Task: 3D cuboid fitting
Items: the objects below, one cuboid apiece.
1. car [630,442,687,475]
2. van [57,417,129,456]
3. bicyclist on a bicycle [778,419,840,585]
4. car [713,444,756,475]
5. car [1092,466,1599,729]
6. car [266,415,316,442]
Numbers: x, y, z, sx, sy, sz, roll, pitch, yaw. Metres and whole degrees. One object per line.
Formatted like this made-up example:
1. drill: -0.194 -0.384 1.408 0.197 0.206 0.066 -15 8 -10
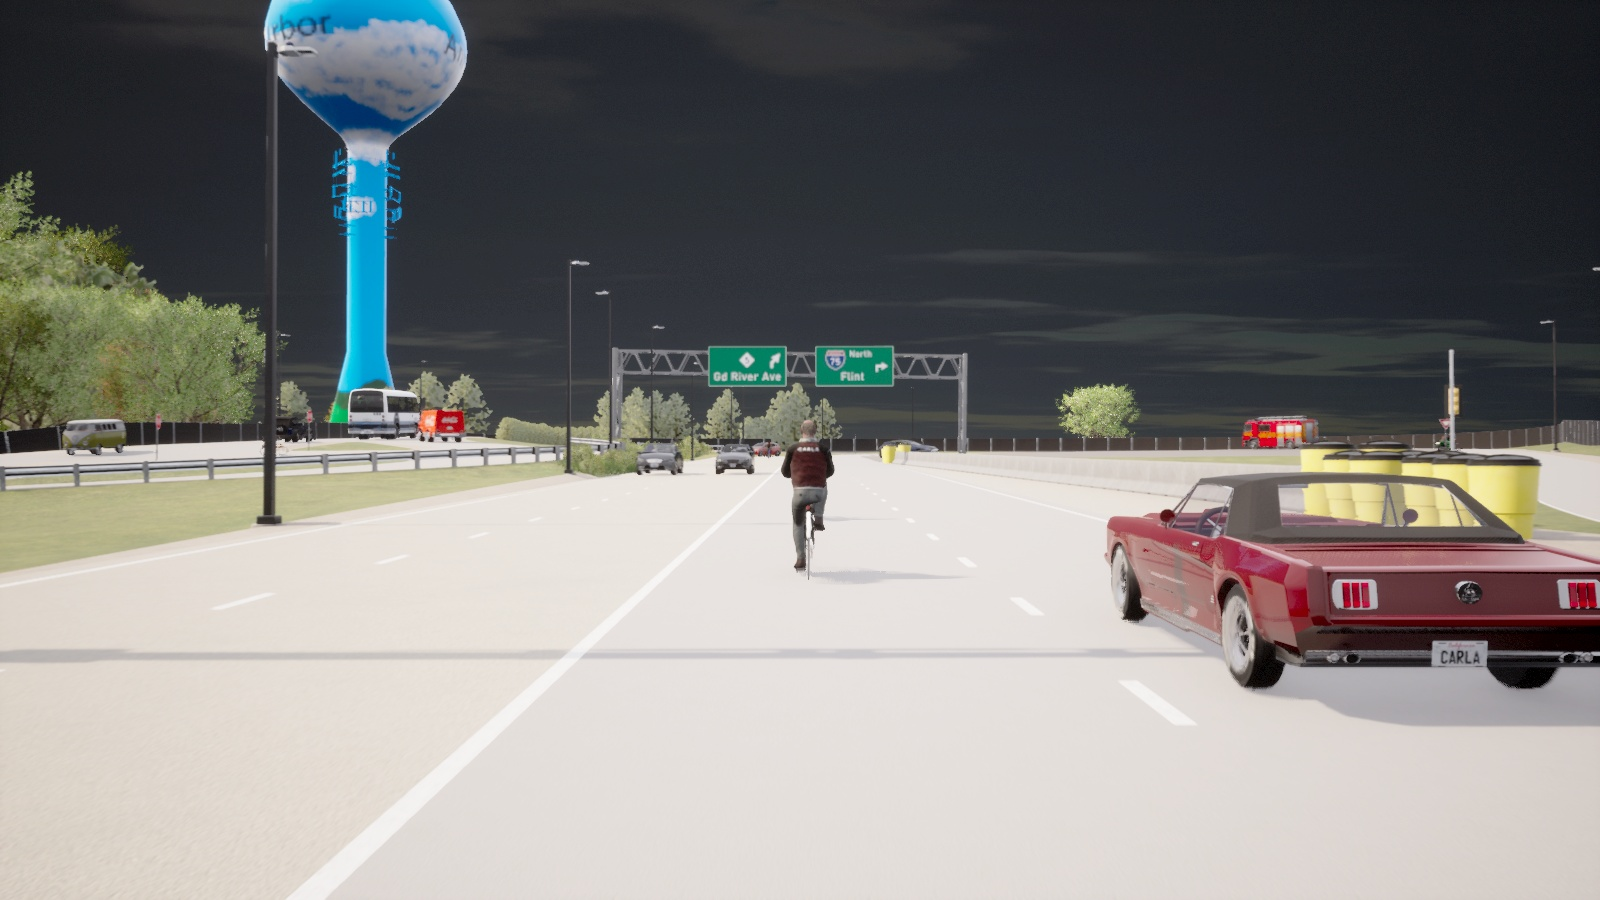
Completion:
1. car: -6.645 0.377 59.609 2.128 1.511 4.902 0 0 0
2. van: -39.924 -0.793 71.008 1.775 1.987 4.442 0 3 -4
3. bicyclist on a bicycle: 0.097 0.545 14.337 0.659 1.776 1.843 0 0 0
4. car: -3.139 0.434 60.708 1.816 1.474 4.193 0 0 0
5. car: 3.567 0.804 8.963 1.895 1.301 4.718 0 0 0
6. car: -36.683 -1.554 90.601 1.905 1.878 3.866 0 2 2
